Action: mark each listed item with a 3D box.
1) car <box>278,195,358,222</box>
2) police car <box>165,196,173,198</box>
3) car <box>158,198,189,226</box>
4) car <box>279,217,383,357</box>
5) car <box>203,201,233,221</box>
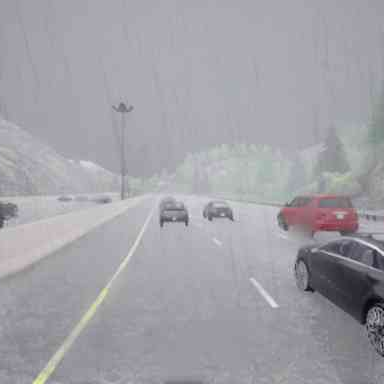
[{"bbox_3d":[6.235,1.143,17.085,2.150,2.045,5.566,0,0,-4],"label":"car"},{"bbox_3d":[-2.925,1.356,41.739,2.038,1.542,4.974,0,0,-5],"label":"police car"},{"bbox_3d":[-1.254,1.410,22.505,2.128,1.511,4.902,0,0,-5],"label":"car"},{"bbox_3d":[3.381,1.461,5.904,2.128,1.511,4.902,0,0,-2],"label":"car"},{"bbox_3d":[1.981,1.425,25.765,1.812,1.442,4.674,0,0,-5],"label":"car"}]
